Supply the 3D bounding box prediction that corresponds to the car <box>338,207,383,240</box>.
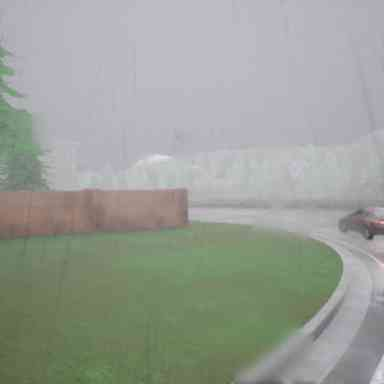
[{"bbox_3d":[8.947,1.479,16.498,1.812,1.442,4.674,-1,-1,3],"label":"car"}]
